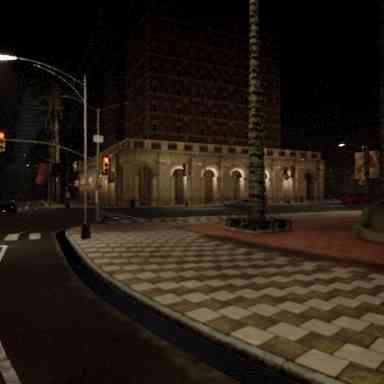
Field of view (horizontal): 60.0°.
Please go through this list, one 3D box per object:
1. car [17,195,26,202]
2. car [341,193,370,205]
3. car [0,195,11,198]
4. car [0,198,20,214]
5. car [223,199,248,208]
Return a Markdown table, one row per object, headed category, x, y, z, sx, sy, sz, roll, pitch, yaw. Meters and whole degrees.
| category | x | y | z | sx | sy | sz | roll | pitch | yaw |
| --- | --- | --- | --- | --- | --- | --- | --- | --- | --- |
| car | -40.851 | 1.580 | 79.593 | 2.033 | 1.411 | 5.357 | 0 | 0 | -26 |
| car | 28.816 | 1.241 | 58.460 | 5.566 | 2.045 | 2.150 | 0 | 0 | -26 |
| car | -44.191 | 1.398 | 78.457 | 2.097 | 1.767 | 4.553 | 0 | 0 | -26 |
| car | -19.920 | 1.621 | 35.696 | 1.895 | 1.301 | 4.718 | 0 | 0 | -25 |
| car | 6.934 | 1.618 | 47.963 | 4.718 | 1.301 | 1.895 | 0 | 0 | -26 |
